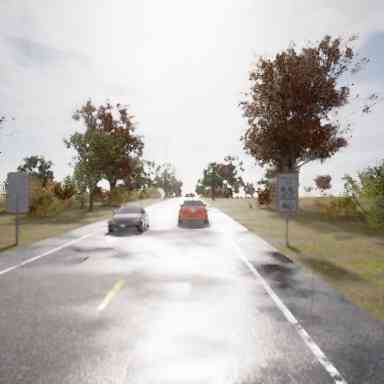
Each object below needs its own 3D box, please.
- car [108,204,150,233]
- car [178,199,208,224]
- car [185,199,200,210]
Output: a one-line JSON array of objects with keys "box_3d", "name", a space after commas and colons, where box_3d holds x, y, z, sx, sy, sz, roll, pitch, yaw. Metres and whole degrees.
[{"box_3d": [-3.583, 1.482, 19.575, 1.812, 1.442, 4.674, 0, 0, 0], "name": "car"}, {"box_3d": [0.077, 1.302, 24.714, 2.097, 1.767, 4.553, 0, 0, 0], "name": "car"}, {"box_3d": [0.093, 1.552, 43.015, 1.895, 1.301, 4.718, 0, 0, 0], "name": "car"}]
